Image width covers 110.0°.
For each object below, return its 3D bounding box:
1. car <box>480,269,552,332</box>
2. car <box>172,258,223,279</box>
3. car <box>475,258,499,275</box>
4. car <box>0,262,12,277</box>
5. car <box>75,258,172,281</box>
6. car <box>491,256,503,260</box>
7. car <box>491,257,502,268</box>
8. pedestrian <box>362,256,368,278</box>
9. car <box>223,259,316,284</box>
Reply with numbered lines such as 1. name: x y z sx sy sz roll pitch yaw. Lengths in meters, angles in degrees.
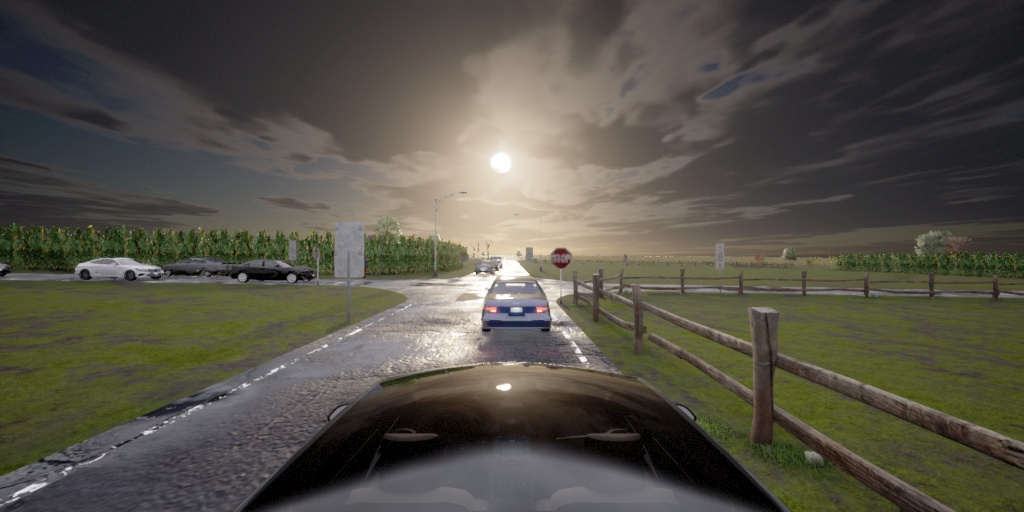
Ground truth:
1. car: 0.101 1.299 10.845 2.033 1.411 5.357 0 0 0
2. car: -23.265 0.869 26.496 4.902 1.511 2.128 1 -1 0
3. car: -2.874 1.247 38.608 2.128 1.511 4.902 0 0 1
4. car: -36.096 0.617 23.533 4.902 1.511 2.128 1 -1 0
5. car: -25.724 0.834 23.553 4.674 1.442 1.812 1 -1 0
6. car: -2.792 0.980 61.687 2.150 2.045 5.566 0 0 0
7. car: -2.818 1.264 50.466 1.837 1.490 4.892 0 0 0
8. pedestrian: -12.163 0.890 29.567 0.375 1.860 0.375 0 -2 0
9. car: -15.602 0.966 23.614 5.008 1.535 1.882 1 -1 -1
